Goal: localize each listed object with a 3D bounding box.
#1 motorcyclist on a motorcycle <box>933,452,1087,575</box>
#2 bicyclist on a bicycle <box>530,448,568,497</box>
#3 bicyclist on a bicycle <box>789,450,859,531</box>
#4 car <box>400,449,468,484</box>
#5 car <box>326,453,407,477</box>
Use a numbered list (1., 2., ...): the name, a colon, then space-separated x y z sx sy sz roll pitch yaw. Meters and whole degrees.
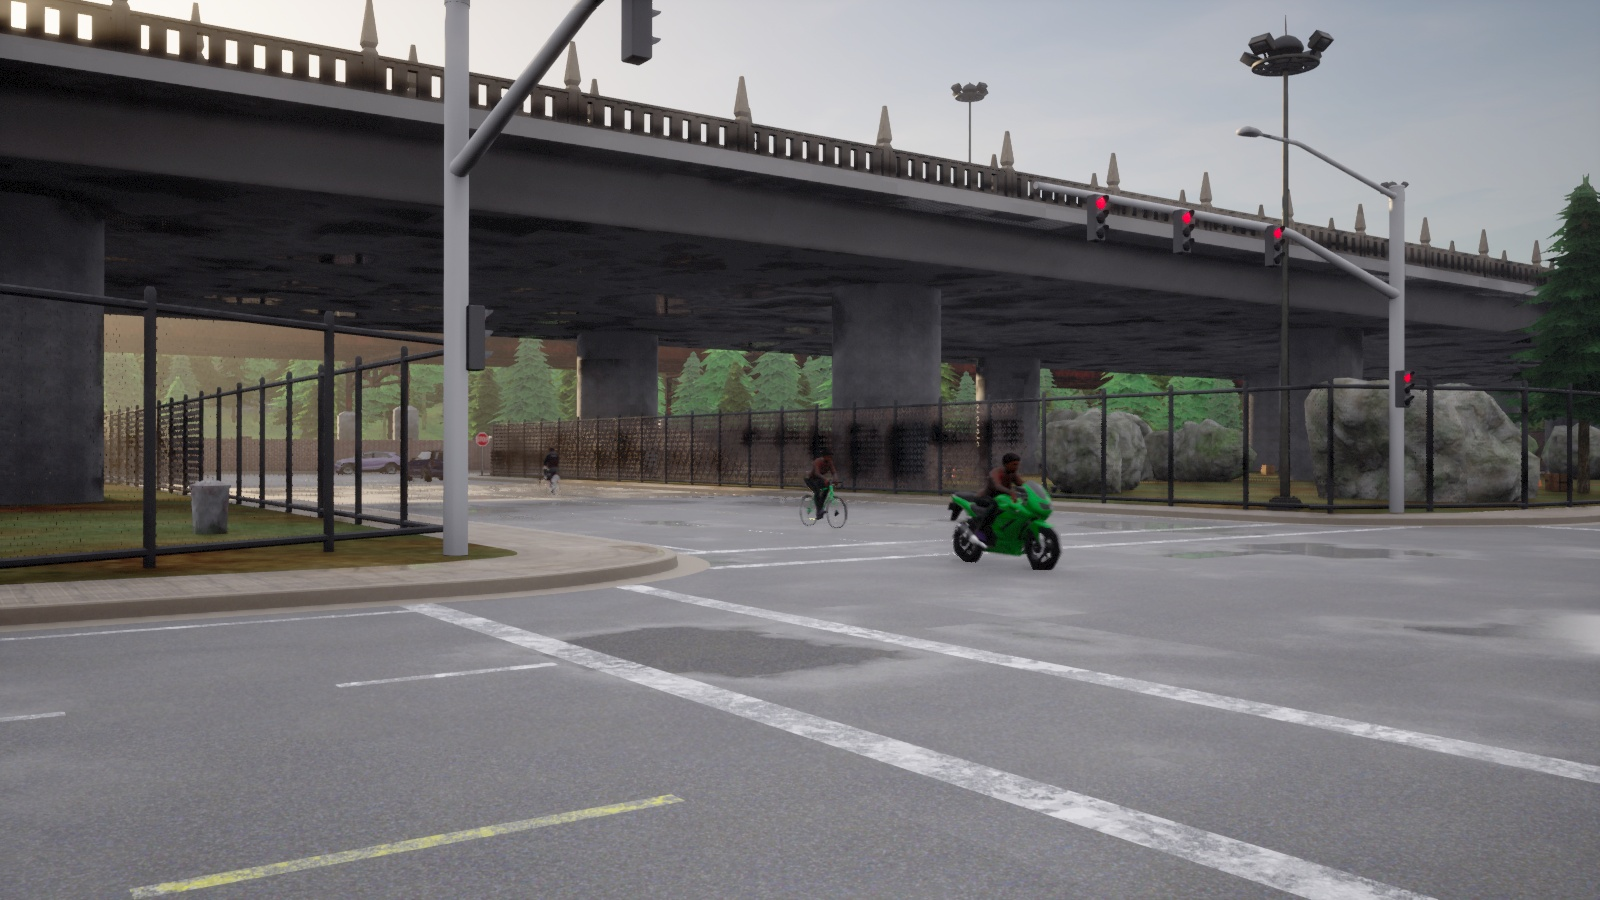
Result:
1. motorcyclist on a motorcycle: 2.747 0.787 16.644 0.797 1.523 2.044 0 0 -35
2. bicyclist on a bicycle: -9.174 0.803 45.895 0.659 1.776 1.843 0 0 -35
3. bicyclist on a bicycle: 0.492 0.816 25.972 0.582 1.620 1.656 0 0 -35
4. car: -19.489 0.863 66.745 2.097 1.767 4.553 0 0 -35
5. car: -29.592 1.003 85.684 4.856 1.649 2.033 0 0 -34
